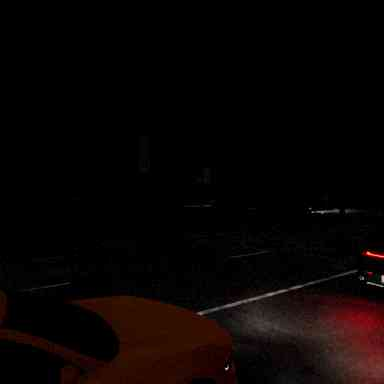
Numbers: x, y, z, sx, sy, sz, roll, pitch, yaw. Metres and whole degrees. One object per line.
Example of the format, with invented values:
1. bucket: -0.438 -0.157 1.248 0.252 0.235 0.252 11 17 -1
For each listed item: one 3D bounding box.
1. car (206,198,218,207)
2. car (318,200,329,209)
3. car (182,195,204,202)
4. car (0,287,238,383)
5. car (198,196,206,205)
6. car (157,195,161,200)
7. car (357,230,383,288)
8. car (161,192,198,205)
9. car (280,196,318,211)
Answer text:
1. car: 4.536 1.269 44.417 1.882 1.535 5.008 -1 0 -39
2. car: 13.499 1.261 38.868 1.837 1.490 4.892 -1 0 -39
3. car: 0.104 1.309 66.988 1.895 1.301 4.718 -1 0 -39
4. car: -1.857 1.478 2.404 5.008 1.535 1.882 0 0 -36
5. car: 1.409 1.366 53.890 1.895 1.301 4.718 -1 0 -39
6. car: -6.245 1.239 74.766 2.128 1.511 4.902 -1 0 -38
7. car: 5.848 1.468 7.937 4.892 1.490 1.837 0 0 -36
8. car: -2.014 1.015 52.559 2.150 2.045 5.566 -1 1 -39
9. car: 10.685 1.334 36.782 2.033 1.411 5.357 -1 0 -39
